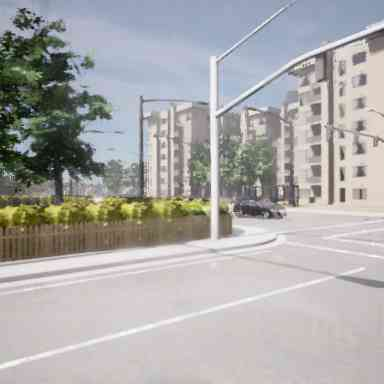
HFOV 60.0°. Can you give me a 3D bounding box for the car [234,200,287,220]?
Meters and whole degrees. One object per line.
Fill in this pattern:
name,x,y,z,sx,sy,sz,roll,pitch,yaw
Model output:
car,5.513,1.385,27.227,2.128,1.511,4.902,0,0,-35
